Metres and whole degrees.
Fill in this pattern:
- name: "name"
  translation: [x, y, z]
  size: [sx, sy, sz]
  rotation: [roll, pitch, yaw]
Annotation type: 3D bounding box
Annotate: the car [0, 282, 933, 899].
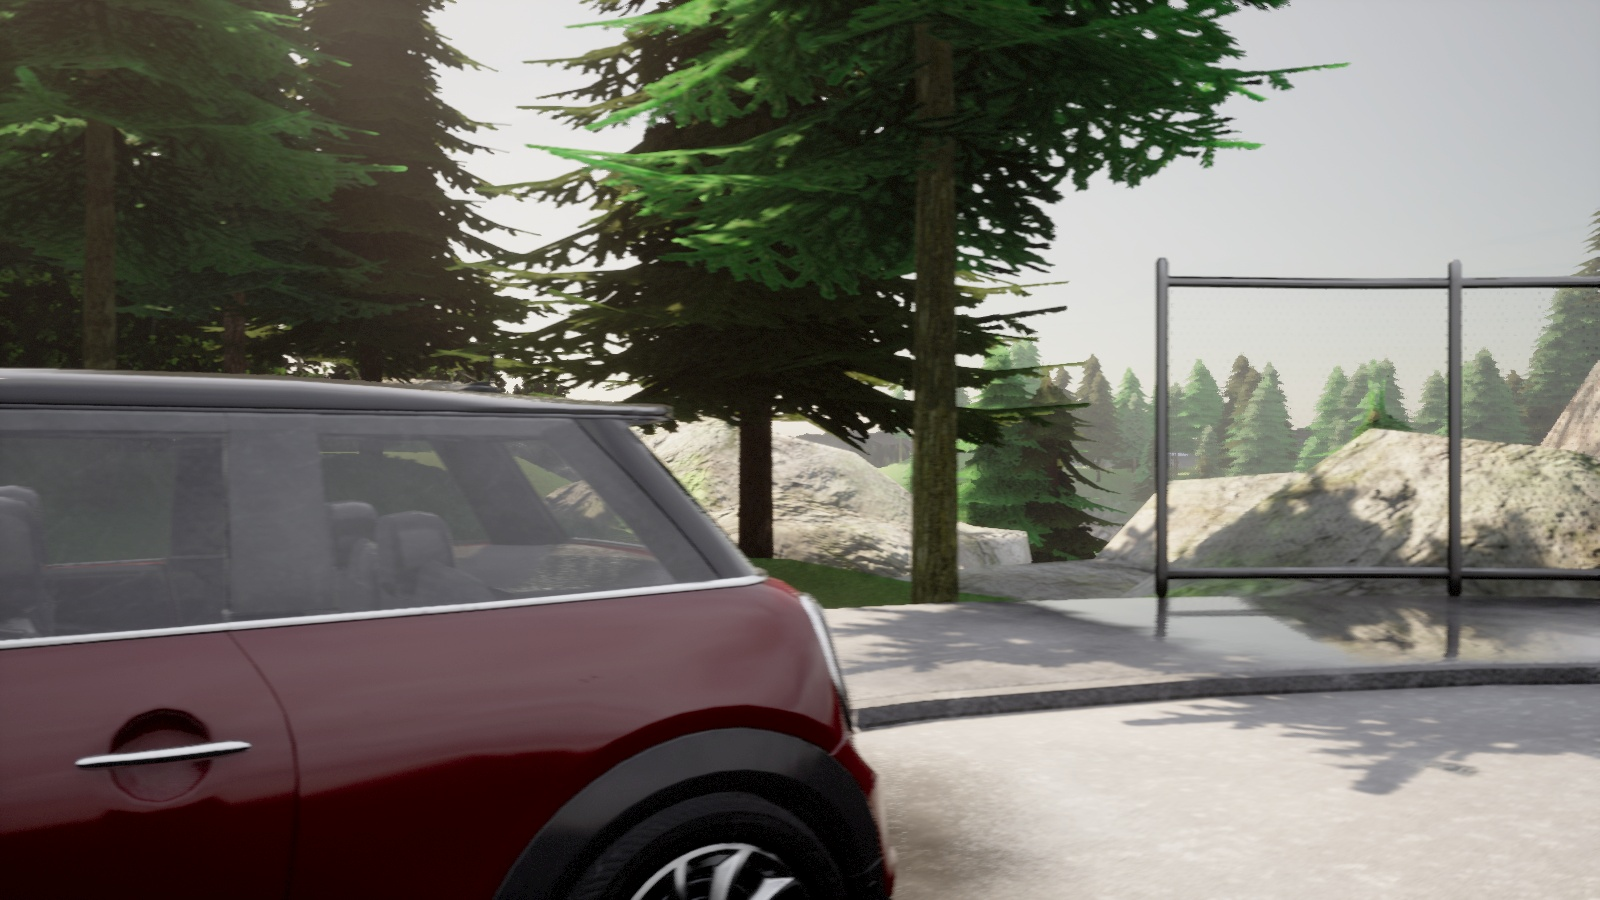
- name: "car"
  translation: [-2.178, 0.614, 2.722]
  size: [4.553, 1.767, 2.097]
  rotation: [0, 0, -31]
